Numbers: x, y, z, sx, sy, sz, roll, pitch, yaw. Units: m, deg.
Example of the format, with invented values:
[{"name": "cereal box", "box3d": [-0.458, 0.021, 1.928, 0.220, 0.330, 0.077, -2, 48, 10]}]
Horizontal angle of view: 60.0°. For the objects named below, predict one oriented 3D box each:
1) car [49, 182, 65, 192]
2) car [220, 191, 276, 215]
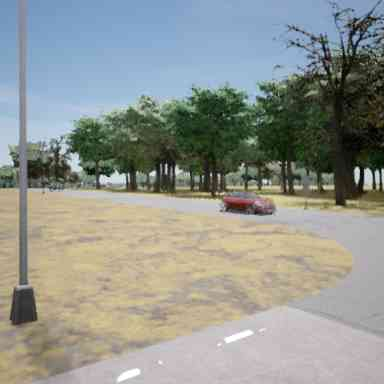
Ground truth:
[{"name": "car", "box3d": [-29.558, -1.163, 72.623, 2.150, 2.045, 5.566, -1, 2, -36]}, {"name": "car", "box3d": [4.298, 0.755, 25.844, 2.097, 1.767, 4.553, -1, 2, -36]}]
